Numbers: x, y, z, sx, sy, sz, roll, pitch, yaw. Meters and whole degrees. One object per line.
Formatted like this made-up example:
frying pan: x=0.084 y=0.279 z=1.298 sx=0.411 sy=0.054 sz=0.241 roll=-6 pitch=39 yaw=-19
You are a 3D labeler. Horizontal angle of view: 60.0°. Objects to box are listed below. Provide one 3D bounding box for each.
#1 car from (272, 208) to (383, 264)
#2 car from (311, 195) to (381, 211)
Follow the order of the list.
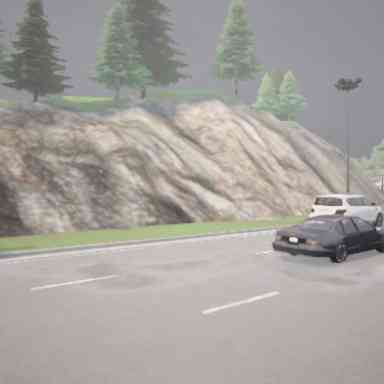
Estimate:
car: x=5.151 y=1.512 z=11.784 sx=5.357 sy=1.411 sz=2.033 roll=0 pitch=0 yaw=-37
car: x=9.061 y=1.163 z=19.327 sx=5.566 sy=2.045 sz=2.150 roll=-1 pitch=1 yaw=-40
